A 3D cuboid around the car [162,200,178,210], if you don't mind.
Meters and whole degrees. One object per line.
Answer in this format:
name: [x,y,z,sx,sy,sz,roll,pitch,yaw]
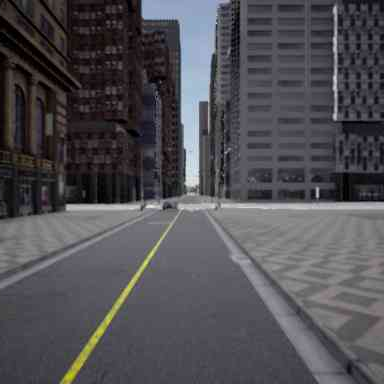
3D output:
car: [-3.017,1.799,46.206,1.994,1.385,4.181,0,0,0]
